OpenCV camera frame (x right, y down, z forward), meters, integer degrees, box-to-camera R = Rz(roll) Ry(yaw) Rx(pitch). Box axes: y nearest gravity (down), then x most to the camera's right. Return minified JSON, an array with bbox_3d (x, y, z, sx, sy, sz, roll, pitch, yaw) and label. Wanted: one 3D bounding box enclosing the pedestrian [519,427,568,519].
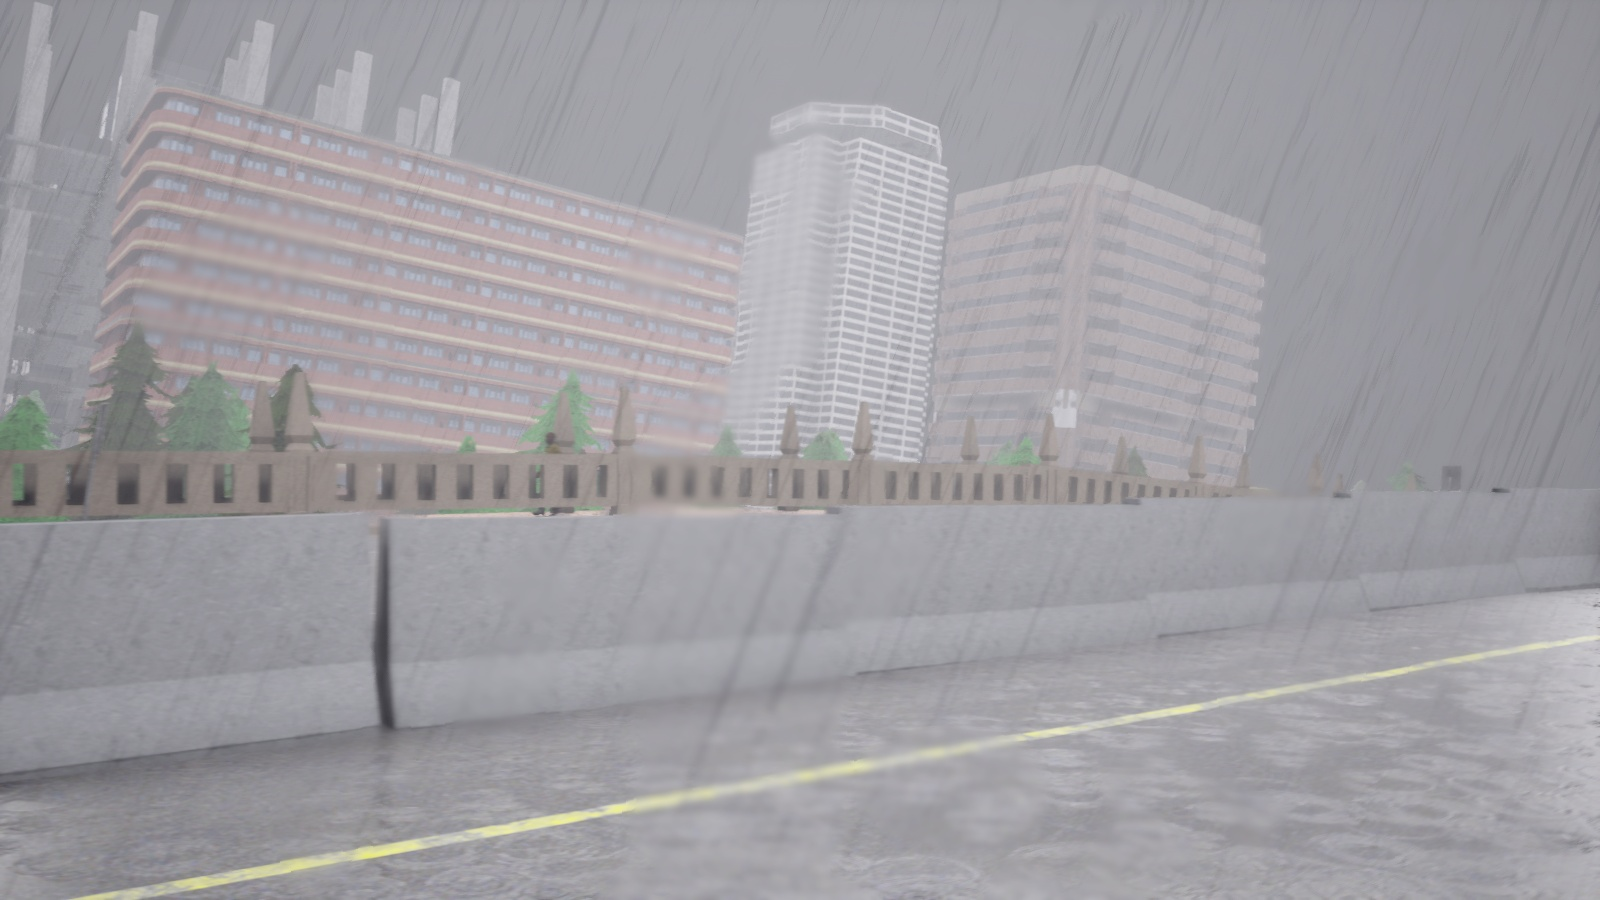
[{"bbox_3d":[-5.386,0.487,26.363,0.726,1.835,0.370,9,-5,-34],"label":"pedestrian"}]
